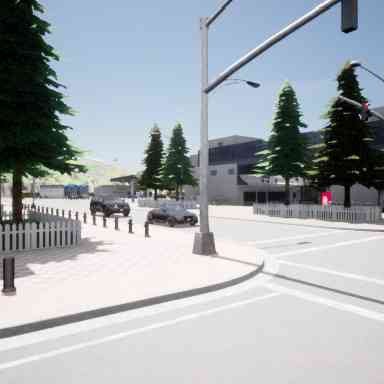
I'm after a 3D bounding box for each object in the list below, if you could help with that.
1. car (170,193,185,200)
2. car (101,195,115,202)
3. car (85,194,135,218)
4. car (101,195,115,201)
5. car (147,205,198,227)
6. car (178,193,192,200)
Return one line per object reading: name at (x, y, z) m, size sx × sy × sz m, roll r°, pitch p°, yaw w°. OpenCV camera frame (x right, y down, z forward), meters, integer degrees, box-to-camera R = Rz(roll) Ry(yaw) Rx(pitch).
car at (-3.884, 1.113, 86.005) m, size 1.932 × 1.855 × 4.605 m, roll 0°, pitch 0°, yaw -37°
car at (-18.893, 1.389, 75.046) m, size 1.845 × 1.501 × 3.633 m, roll 0°, pitch 0°, yaw -37°
car at (-7.851, 1.237, 31.390) m, size 2.150 × 2.045 × 5.566 m, roll 0°, pitch 0°, yaw -37°
car at (-20.919, 1.400, 82.782) m, size 1.970 × 1.475 × 3.806 m, roll 0°, pitch 0°, yaw -37°
car at (-1.416, 1.579, 22.872) m, size 1.994 × 1.385 × 4.181 m, roll 0°, pitch 0°, yaw -37°
car at (-1.796, 1.092, 88.067) m, size 1.905 × 1.878 × 3.866 m, roll 0°, pitch 0°, yaw -37°
